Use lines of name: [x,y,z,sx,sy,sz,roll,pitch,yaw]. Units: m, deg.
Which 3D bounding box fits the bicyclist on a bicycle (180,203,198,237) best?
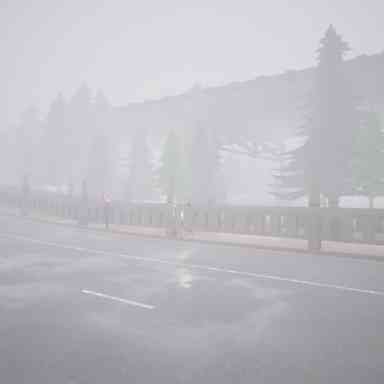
bicyclist on a bicycle: [-0.091,1.342,16.118,0.582,1.620,1.656,1,-3,33]
